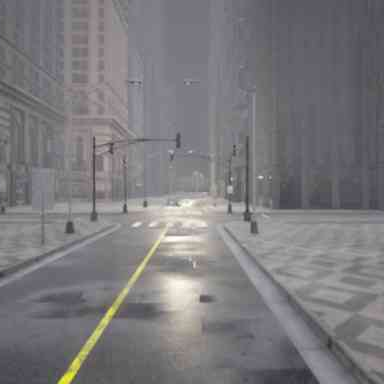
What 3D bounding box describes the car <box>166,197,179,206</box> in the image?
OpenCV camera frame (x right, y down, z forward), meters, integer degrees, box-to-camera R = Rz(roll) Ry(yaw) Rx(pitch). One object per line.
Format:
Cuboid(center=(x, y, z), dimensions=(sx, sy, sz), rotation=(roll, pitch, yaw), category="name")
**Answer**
Cuboid(center=(-3.015, 1.493, 52.244), dimensions=(2.128, 1.511, 4.902), rotation=(0, 1, 0), category="car")
